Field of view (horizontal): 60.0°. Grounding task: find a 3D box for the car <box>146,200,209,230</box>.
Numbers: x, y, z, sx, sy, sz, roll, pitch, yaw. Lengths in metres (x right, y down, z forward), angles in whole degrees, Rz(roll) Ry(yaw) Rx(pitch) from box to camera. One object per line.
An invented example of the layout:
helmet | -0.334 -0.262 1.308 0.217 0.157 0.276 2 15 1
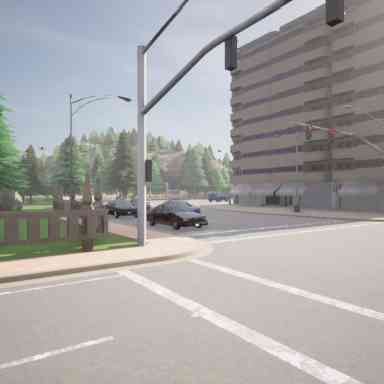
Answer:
car | -1.197 1.492 21.118 2.033 1.411 5.357 0 0 -34

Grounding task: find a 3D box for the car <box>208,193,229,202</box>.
car | 5.673 1.170 71.184 2.150 2.045 5.566 0 0 40

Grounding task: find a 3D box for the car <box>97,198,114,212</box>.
car | -10.085 1.470 38.588 1.812 1.442 4.674 0 0 -15

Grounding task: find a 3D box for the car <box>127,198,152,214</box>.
car | -5.827 1.449 36.492 1.837 1.490 4.892 0 0 -20

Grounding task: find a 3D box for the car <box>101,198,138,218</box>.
car | -6.291 1.422 29.448 1.882 1.535 5.008 0 0 -28
